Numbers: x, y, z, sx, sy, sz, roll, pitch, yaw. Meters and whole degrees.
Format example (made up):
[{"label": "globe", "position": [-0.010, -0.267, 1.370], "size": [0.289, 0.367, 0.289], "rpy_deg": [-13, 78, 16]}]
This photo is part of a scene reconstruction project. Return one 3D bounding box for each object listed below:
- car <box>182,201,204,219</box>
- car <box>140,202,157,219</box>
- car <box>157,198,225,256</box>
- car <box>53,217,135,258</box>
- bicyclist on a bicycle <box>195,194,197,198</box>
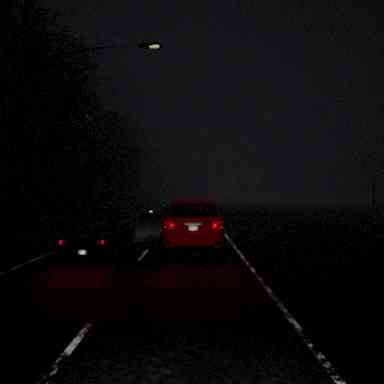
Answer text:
[{"label": "car", "position": [0.087, 1.553, 30.153], "size": [1.812, 1.442, 4.674], "rpy_deg": [0, 0, 0]}, {"label": "car", "position": [-3.415, 1.591, 29.709], "size": [1.994, 1.385, 4.181], "rpy_deg": [0, 0, 0]}, {"label": "car", "position": [0.071, 1.235, 13.272], "size": [2.150, 2.045, 5.566], "rpy_deg": [0, 0, 1]}, {"label": "car", "position": [-3.435, 1.613, 12.698], "size": [1.895, 1.301, 4.718], "rpy_deg": [0, 0, 0]}, {"label": "bicyclist on a bicycle", "position": [0.996, 1.451, 86.746], "size": [0.659, 1.776, 1.843], "rpy_deg": [0, 0, 0]}]
